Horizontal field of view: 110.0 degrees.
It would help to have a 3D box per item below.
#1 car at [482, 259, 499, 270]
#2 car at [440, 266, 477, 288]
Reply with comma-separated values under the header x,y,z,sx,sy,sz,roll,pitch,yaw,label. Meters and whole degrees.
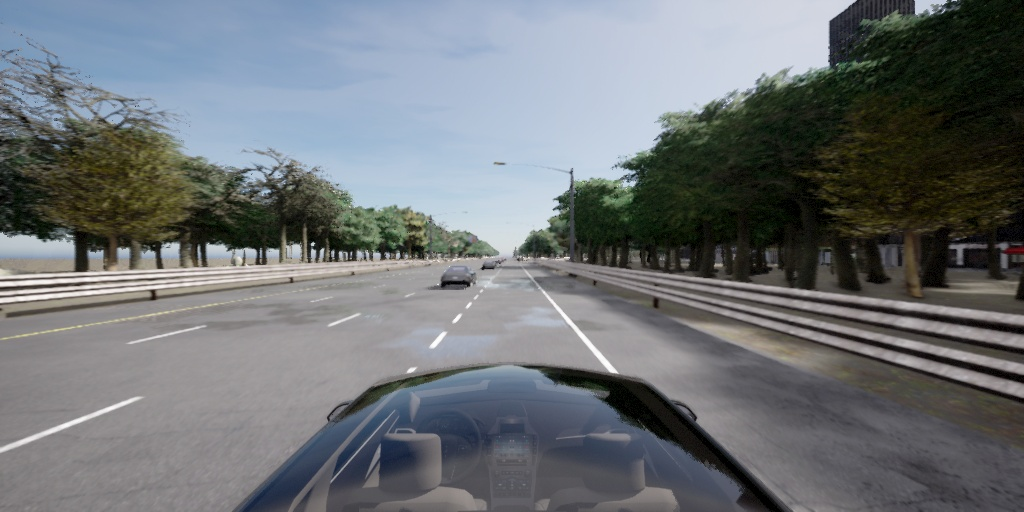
x,y,z,sx,sy,sz,roll,pitch,yaw,label
-3.413,1.323,54.122,1.994,1.385,4.181,0,0,0,car
-3.482,1.318,23.961,1.994,1.385,4.181,0,0,0,car
